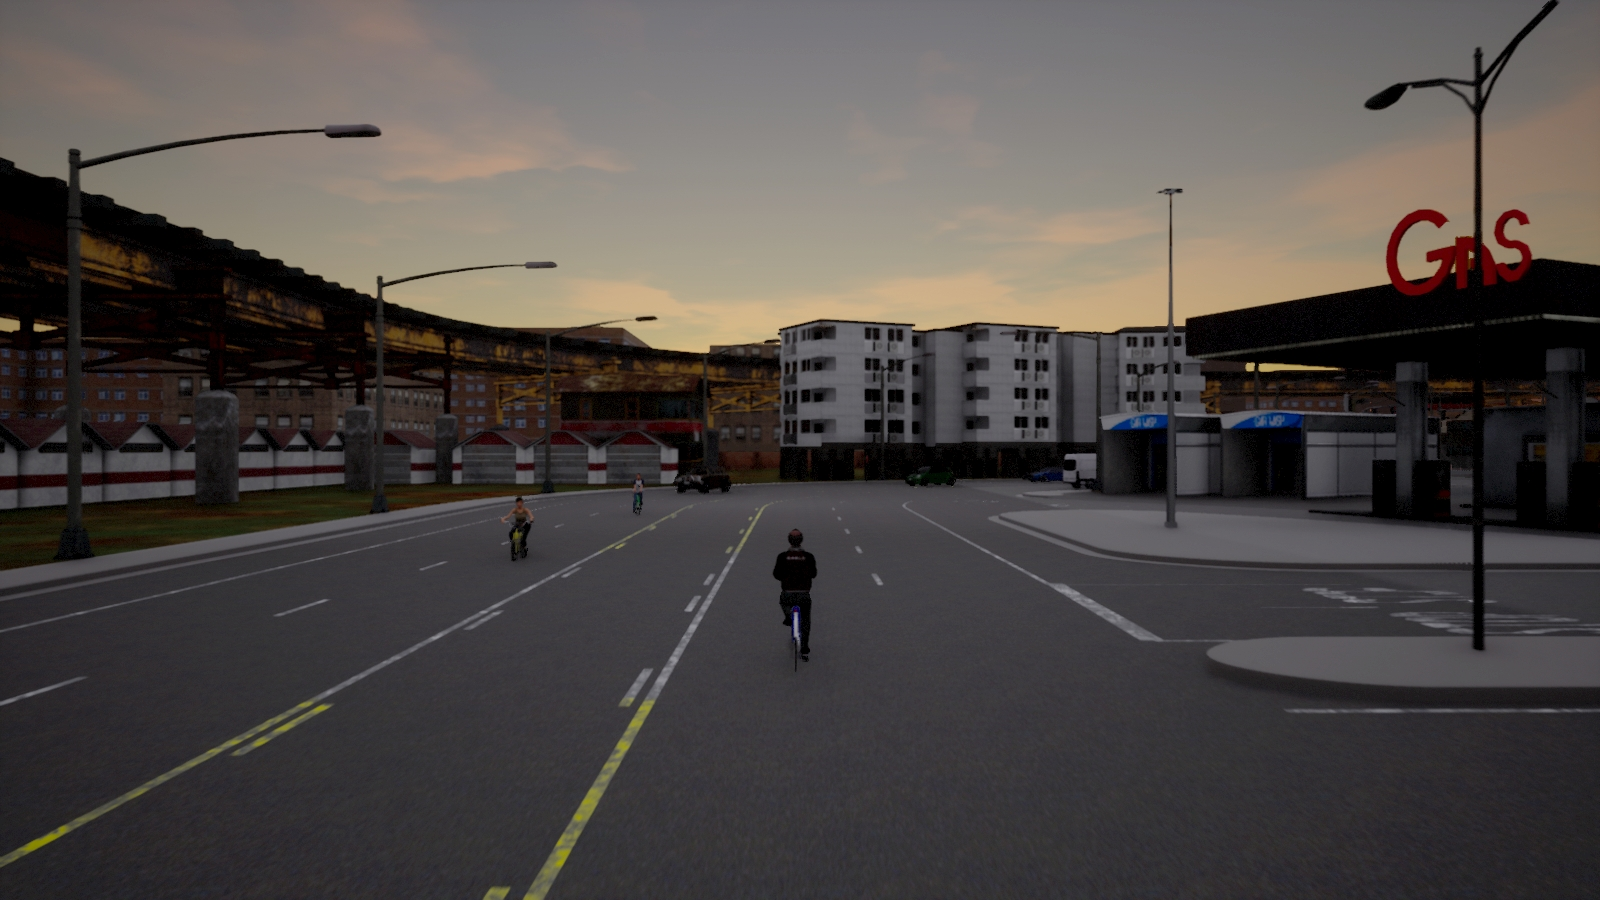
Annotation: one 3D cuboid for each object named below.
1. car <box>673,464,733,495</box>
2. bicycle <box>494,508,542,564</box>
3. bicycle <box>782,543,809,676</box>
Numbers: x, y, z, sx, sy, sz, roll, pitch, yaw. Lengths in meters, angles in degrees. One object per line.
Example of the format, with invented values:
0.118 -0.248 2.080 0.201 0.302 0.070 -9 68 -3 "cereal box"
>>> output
-6.180 1.865 73.285 1.932 1.855 4.605 -2 -1 22 "car"
-7.103 2.145 28.889 0.859 1.301 1.487 0 0 0 "bicycle"
-0.061 2.048 15.052 0.329 1.496 1.835 0 0 0 "bicycle"
